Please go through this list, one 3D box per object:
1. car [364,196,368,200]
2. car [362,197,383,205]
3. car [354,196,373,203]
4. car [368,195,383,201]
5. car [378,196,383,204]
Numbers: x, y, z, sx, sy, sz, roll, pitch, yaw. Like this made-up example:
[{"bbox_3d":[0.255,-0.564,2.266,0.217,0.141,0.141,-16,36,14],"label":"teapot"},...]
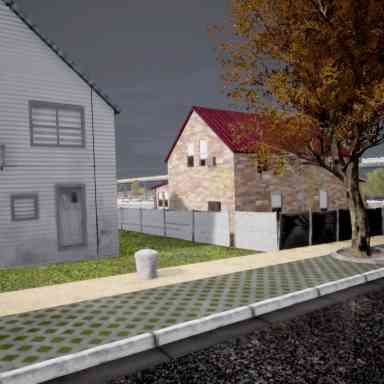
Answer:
[{"bbox_3d":[31.982,1.796,63.711,1.882,1.535,5.008,-2,0,0],"label":"car"},{"bbox_3d":[35.241,1.740,64.551,2.128,1.511,4.902,-2,0,0],"label":"car"},{"bbox_3d":[38.574,1.585,74.944,1.837,1.490,4.892,-2,0,0],"label":"car"},{"bbox_3d":[28.465,1.538,48.200,2.150,2.045,5.566,-2,0,0],"label":"car"},{"bbox_3d":[38.487,1.625,64.518,2.128,1.511,4.902,-2,0,0],"label":"car"}]
